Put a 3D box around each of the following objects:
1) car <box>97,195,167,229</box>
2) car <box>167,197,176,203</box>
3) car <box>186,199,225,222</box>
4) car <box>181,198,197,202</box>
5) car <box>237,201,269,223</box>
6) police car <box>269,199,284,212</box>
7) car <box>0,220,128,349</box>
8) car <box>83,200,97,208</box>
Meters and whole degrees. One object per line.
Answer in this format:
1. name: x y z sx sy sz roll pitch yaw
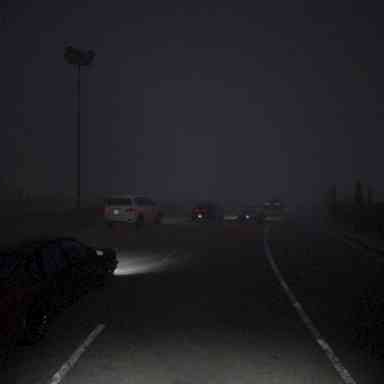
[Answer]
1. car: -3.790 1.240 22.205 2.150 2.045 5.566 0 0 15
2. car: -4.558 1.709 61.922 2.128 1.511 4.902 0 0 21
3. car: 1.350 1.546 27.047 1.837 1.490 4.892 0 0 18
4. car: -0.256 1.646 53.496 2.128 1.511 4.902 0 0 21
5. car: 4.721 1.571 26.118 1.812 1.442 4.674 0 0 18
6. police car: 10.301 1.619 41.438 2.038 1.542 4.974 0 -1 20
7. car: -3.038 1.541 6.312 2.033 1.411 5.357 0 0 5
8. car: -10.153 1.535 37.240 1.882 1.535 5.008 0 0 20
